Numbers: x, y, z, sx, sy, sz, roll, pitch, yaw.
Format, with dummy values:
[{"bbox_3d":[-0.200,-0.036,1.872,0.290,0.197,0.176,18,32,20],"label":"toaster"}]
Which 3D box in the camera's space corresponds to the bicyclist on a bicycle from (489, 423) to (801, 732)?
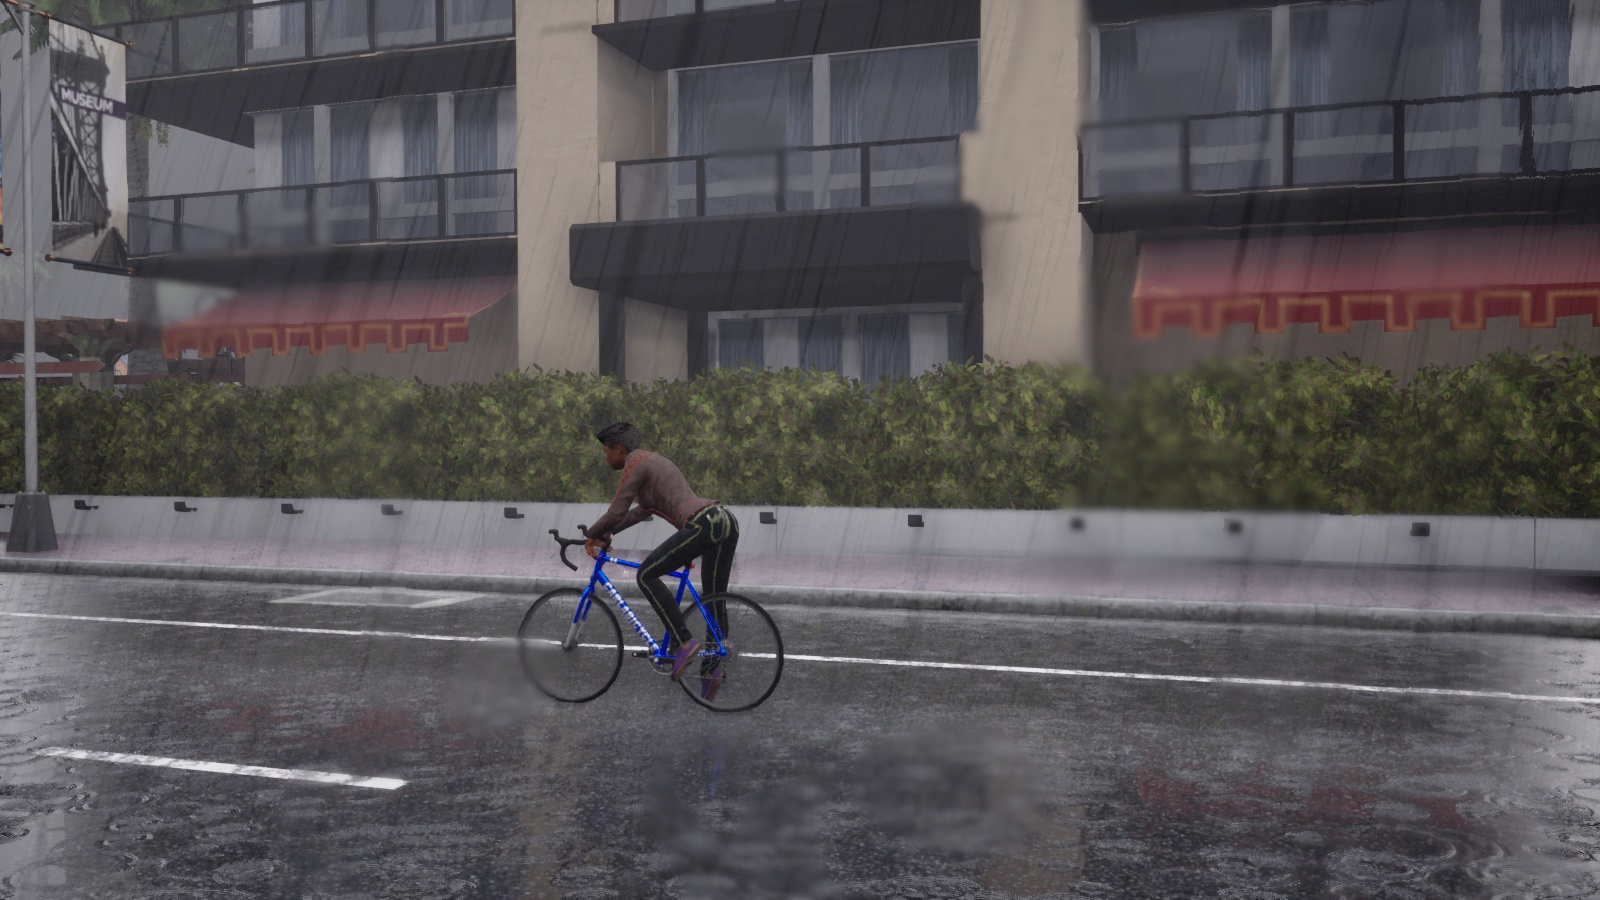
[{"bbox_3d":[-0.873,0.662,7.111,1.656,1.620,0.582,0,1,18],"label":"bicyclist on a bicycle"}]
